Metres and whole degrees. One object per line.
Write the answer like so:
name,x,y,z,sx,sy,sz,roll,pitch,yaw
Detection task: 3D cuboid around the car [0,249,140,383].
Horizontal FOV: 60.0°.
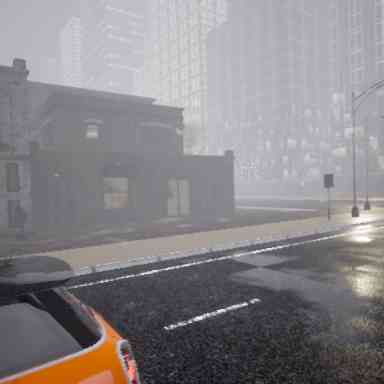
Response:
car,-2.575,1.386,1.848,4.553,1.767,2.097,-2,1,-35
